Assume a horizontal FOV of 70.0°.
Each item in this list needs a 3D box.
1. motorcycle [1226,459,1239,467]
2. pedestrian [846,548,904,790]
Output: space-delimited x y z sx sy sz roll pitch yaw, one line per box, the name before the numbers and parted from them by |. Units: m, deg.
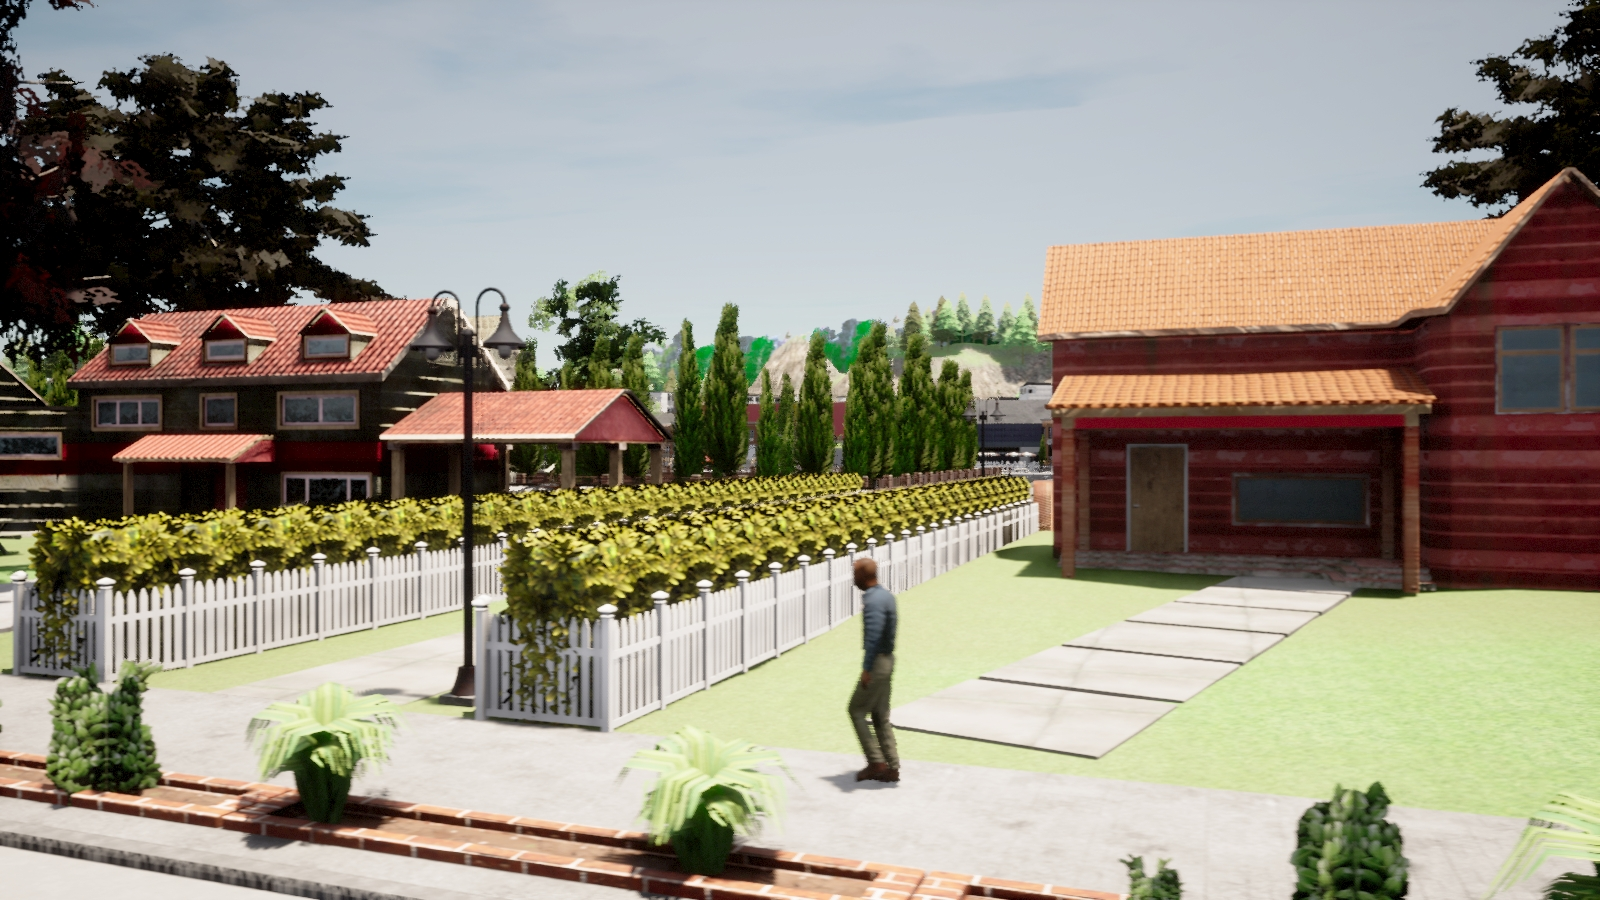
motorcycle | 72.017 2.183 190.420 2.033 1.199 0.803 1 0 20
pedestrian | 0.607 1.745 9.218 0.375 1.860 0.375 0 0 19
